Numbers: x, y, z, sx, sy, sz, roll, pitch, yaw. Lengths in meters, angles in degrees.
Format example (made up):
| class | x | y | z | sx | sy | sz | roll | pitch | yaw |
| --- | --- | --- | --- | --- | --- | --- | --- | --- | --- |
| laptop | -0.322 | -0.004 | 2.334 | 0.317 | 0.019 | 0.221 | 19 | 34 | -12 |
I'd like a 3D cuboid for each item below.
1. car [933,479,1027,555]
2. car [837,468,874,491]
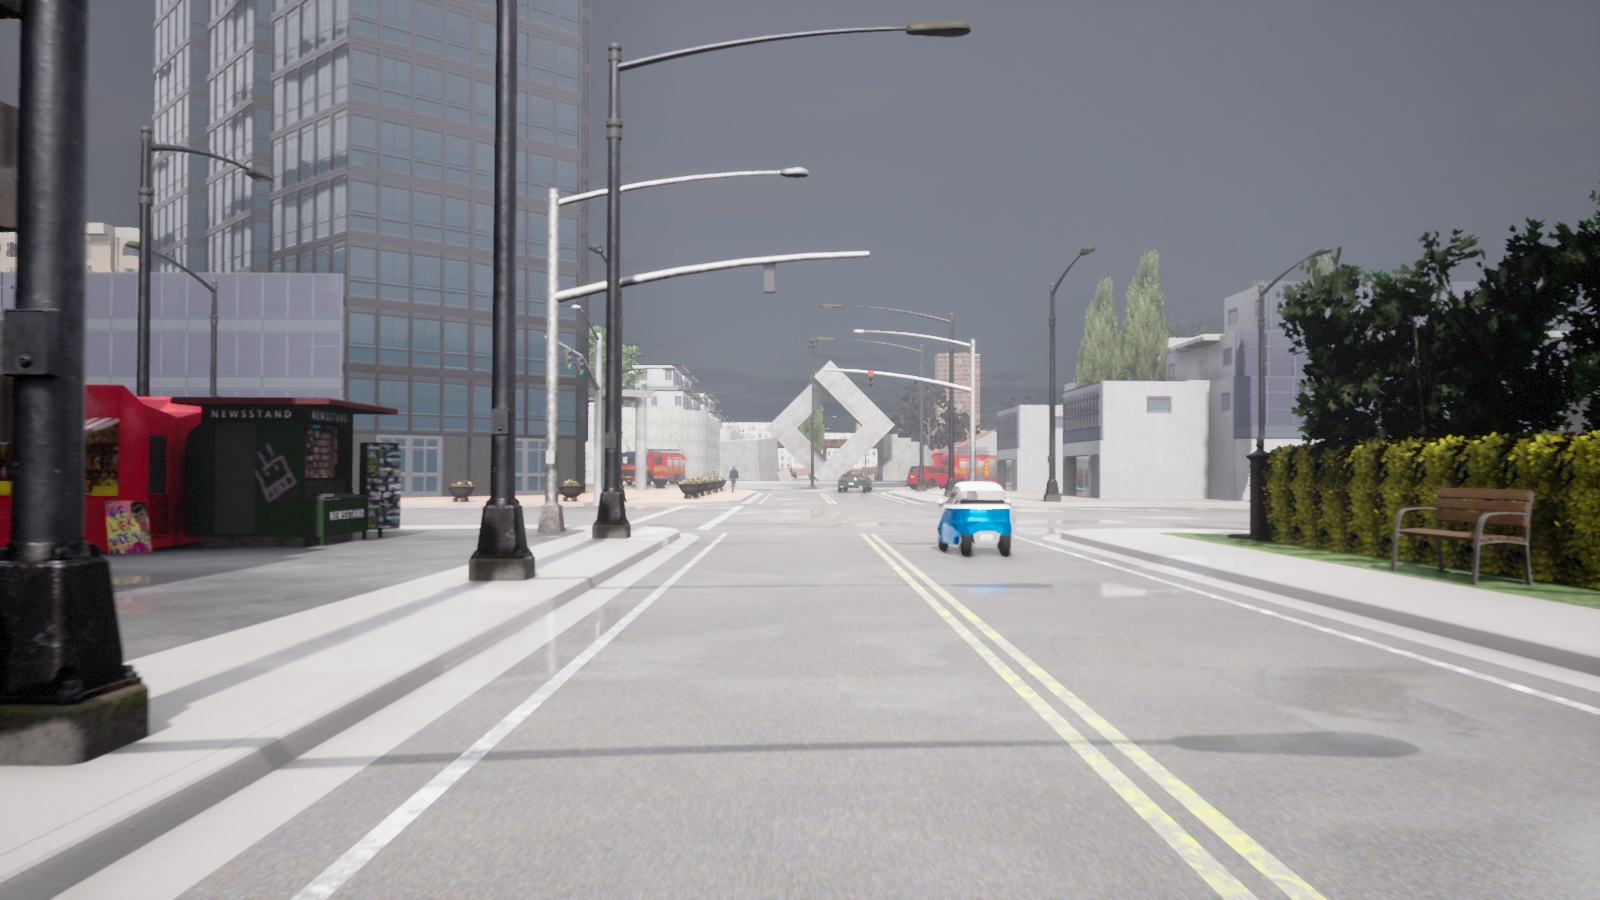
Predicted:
| class | x | y | z | sx | sy | sz | roll | pitch | yaw |
| --- | --- | --- | --- | --- | --- | --- | --- | --- | --- |
| car | 3.441 | 1.263 | 24.310 | 1.481 | 1.376 | 2.207 | 0 | -1 | 0 |
| car | 4.133 | 2.136 | 93.123 | 2.152 | 1.651 | 5.027 | 0 | -1 | 9 |
